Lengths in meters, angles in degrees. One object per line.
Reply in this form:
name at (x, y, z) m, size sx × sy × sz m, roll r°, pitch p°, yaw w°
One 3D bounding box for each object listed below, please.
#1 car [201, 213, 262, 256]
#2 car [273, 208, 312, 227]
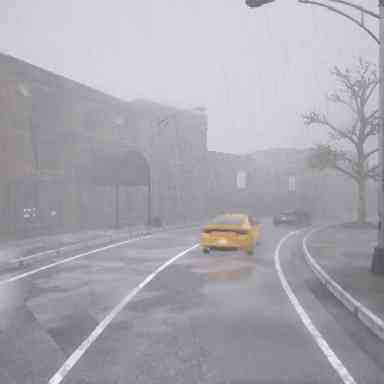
car at (1.783, 1.624, 13.959) m, size 1.882 × 1.535 × 5.008 m, roll 0°, pitch -1°, yaw 16°
car at (8.126, 2.007, 26.793) m, size 1.994 × 1.385 × 4.181 m, roll 0°, pitch -1°, yaw 36°
